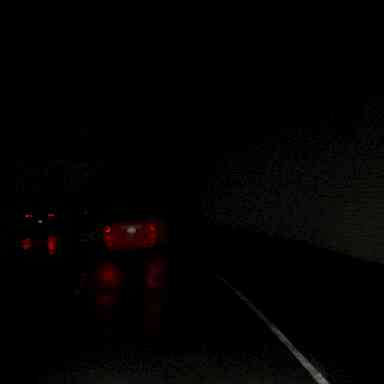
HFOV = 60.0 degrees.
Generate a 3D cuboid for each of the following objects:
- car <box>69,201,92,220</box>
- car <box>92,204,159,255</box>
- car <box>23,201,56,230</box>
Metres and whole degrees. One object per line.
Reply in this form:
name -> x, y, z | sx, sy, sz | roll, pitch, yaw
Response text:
car -> -9.804, 1.547, 29.560 | 1.882, 1.535, 5.008 | 0, 0, -26
car -> -2.844, 1.380, 13.784 | 2.097, 1.767, 4.553 | 0, 0, -19
car -> -10.041, 1.586, 21.960 | 1.812, 1.442, 4.674 | 0, 0, -25
